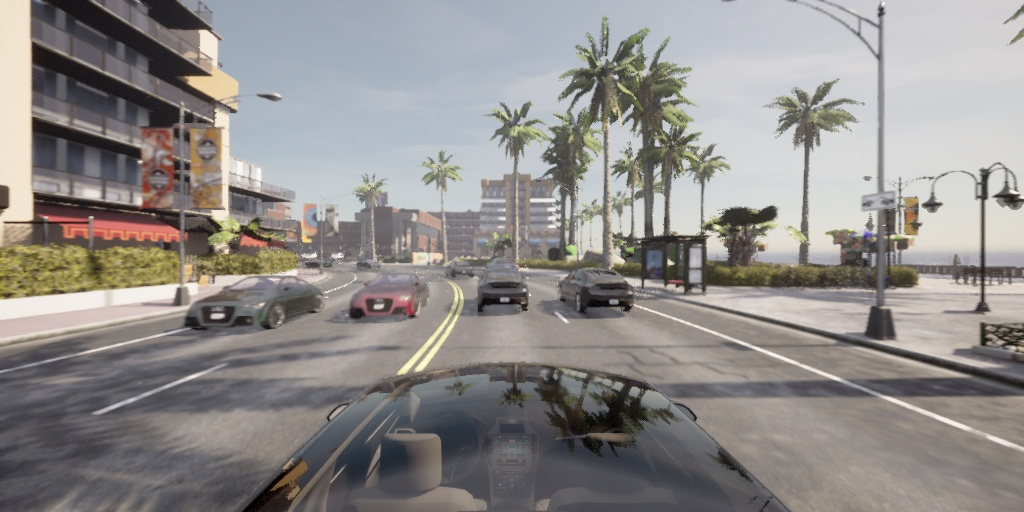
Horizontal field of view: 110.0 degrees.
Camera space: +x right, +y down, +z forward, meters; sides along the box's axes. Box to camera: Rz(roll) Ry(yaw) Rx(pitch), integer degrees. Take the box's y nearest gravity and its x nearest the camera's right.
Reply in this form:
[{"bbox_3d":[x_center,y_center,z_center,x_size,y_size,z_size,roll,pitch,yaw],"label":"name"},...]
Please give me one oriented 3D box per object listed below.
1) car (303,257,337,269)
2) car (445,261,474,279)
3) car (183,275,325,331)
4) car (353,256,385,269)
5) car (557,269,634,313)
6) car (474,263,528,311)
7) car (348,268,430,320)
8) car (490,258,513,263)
[{"bbox_3d":[-29.238,1.215,54.473,4.718,1.301,1.895,0,0,33],"label":"car"},{"bbox_3d":[-4.858,1.163,32.645,2.128,1.511,4.902,0,0,-20],"label":"car"},{"bbox_3d":[-7.431,1.290,10.843,1.994,1.385,4.181,0,0,-5],"label":"car"},{"bbox_3d":[-20.667,1.168,51.909,2.033,1.411,5.357,0,0,-44],"label":"car"},{"bbox_3d":[3.062,1.224,13.962,1.837,1.490,4.892,0,0,-5],"label":"car"},{"bbox_3d":[-0.502,1.222,14.468,1.837,1.490,4.892,0,0,-6],"label":"car"},{"bbox_3d":[-4.074,1.286,12.503,1.994,1.385,4.181,0,0,-5],"label":"car"},{"bbox_3d":[-1.104,1.024,32.442,2.097,1.767,4.553,0,0,-19],"label":"car"}]
